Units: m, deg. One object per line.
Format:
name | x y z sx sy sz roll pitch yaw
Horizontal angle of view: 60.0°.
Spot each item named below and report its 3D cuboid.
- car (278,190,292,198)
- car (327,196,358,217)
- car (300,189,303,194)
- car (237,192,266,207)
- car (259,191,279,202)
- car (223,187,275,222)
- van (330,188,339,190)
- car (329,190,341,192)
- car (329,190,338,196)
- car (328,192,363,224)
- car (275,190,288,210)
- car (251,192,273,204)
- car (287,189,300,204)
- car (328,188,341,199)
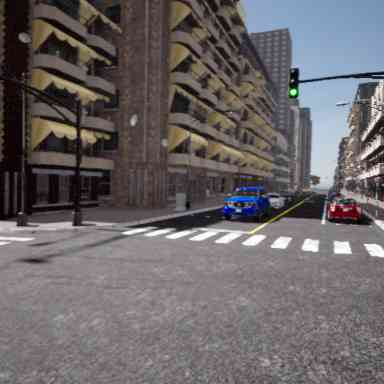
car | 16.871 0.291 60.514 1.887 1.381 4.507 2 2 22
car | 11.957 1.082 26.630 2.008 1.369 4.403 2 2 22
car | 27.420 -0.145 86.092 2.008 1.369 4.403 2 2 22
car | 6.321 0.746 34.937 2.008 1.369 4.403 2 2 22
car | 10.541 0.580 45.169 1.947 1.339 4.313 2 2 22
car | 3.795 0.706 21.998 2.150 2.045 5.566 2 2 22
van | 22.511 0.421 52.202 1.690 1.788 3.998 2 2 22
car | 18.286 0.841 41.978 1.802 1.307 4.206 2 2 22
car | 33.055 0.181 77.785 1.887 1.381 4.507 2 2 22
car | 9.850 1.063 21.512 1.967 1.590 4.097 2 2 22
car | 7.523 0.848 31.063 1.812 1.442 4.674 2 2 23
car | 8.431 0.686 40.053 1.802 1.307 4.206 2 2 22
car | 11.513 0.643 40.697 2.128 1.511 4.902 2 2 23
car | 26.731 0.217 62.432 2.192 1.841 5.009 2 2 22
